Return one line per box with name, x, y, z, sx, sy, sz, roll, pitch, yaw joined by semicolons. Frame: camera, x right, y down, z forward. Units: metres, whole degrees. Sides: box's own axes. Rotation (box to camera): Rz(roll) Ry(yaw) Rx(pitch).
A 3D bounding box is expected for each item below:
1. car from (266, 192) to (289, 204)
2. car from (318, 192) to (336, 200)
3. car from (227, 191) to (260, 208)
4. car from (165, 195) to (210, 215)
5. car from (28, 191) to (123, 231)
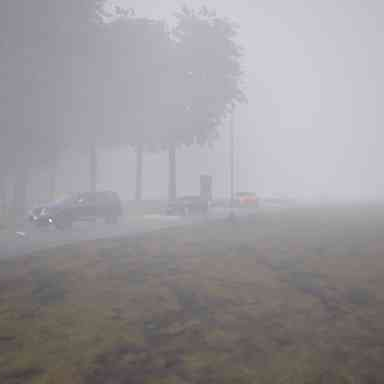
car;11.656;0.749;44.924;1.812;1.442;4.674;1;1;36
car;22.566;0.682;55.262;1.895;1.301;4.718;1;1;35
car;5.674;0.722;36.596;2.097;1.767;4.553;1;1;35
car;-0.308;1.042;28.213;1.837;1.490;4.892;1;2;35
car;-6.515;0.953;19.391;2.150;2.045;5.566;1;1;34
